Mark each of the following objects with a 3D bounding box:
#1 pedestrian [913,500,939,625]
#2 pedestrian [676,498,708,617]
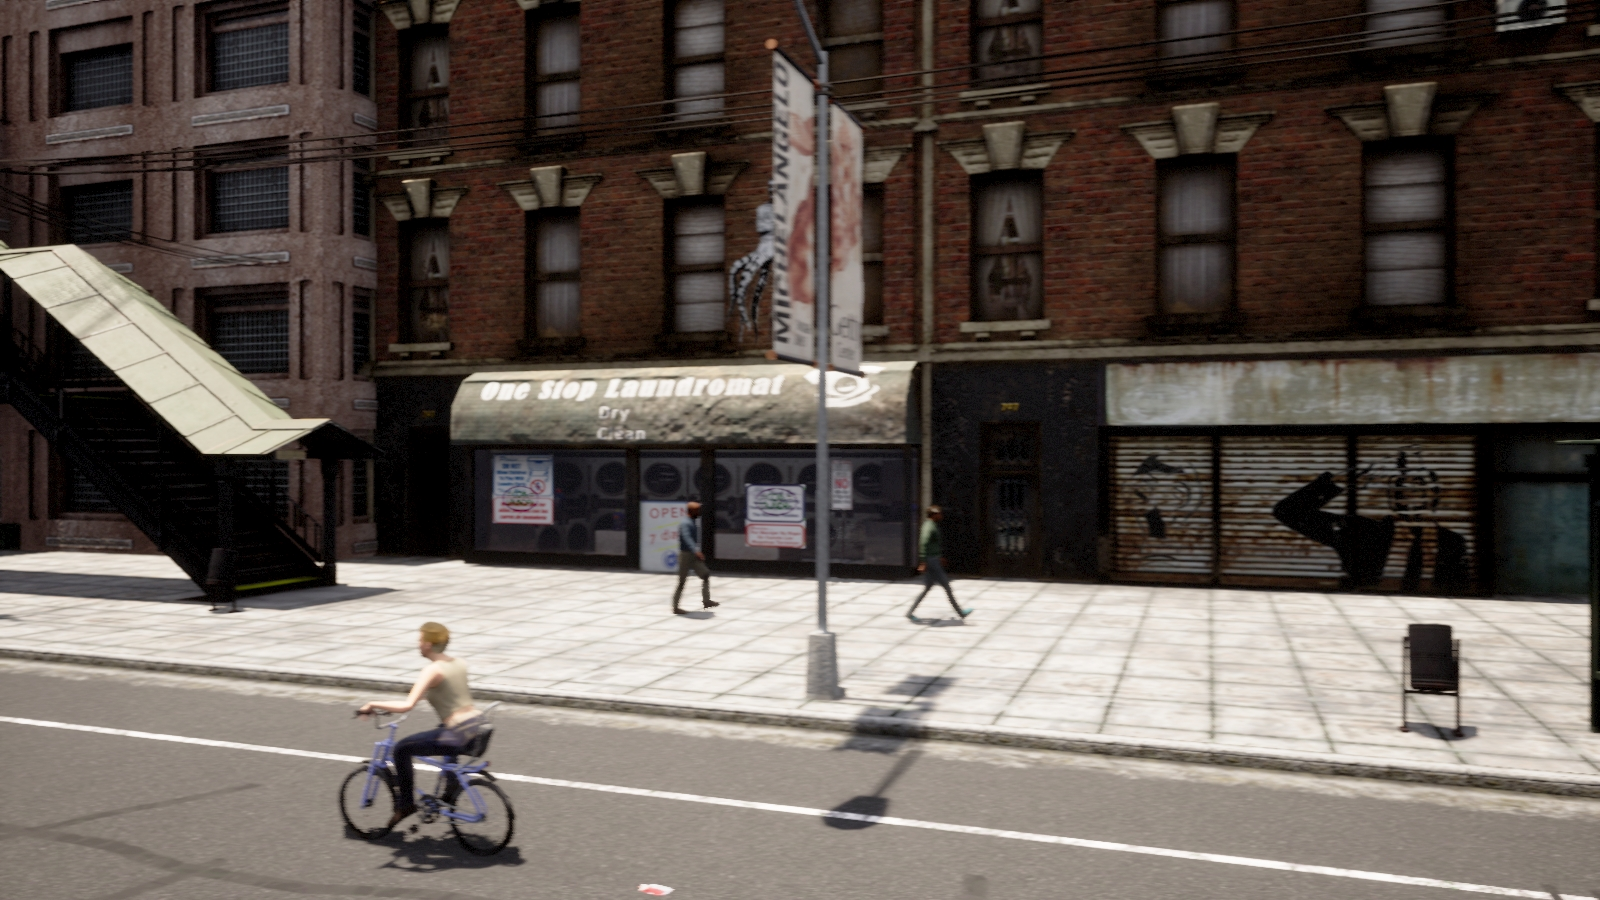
[{"bbox_3d":[1.921,1.696,17.347,0.375,1.860,0.375,0,0,9],"label":"pedestrian"},{"bbox_3d":[-1.716,1.696,18.183,0.375,1.860,0.375,0,0,18],"label":"pedestrian"}]
